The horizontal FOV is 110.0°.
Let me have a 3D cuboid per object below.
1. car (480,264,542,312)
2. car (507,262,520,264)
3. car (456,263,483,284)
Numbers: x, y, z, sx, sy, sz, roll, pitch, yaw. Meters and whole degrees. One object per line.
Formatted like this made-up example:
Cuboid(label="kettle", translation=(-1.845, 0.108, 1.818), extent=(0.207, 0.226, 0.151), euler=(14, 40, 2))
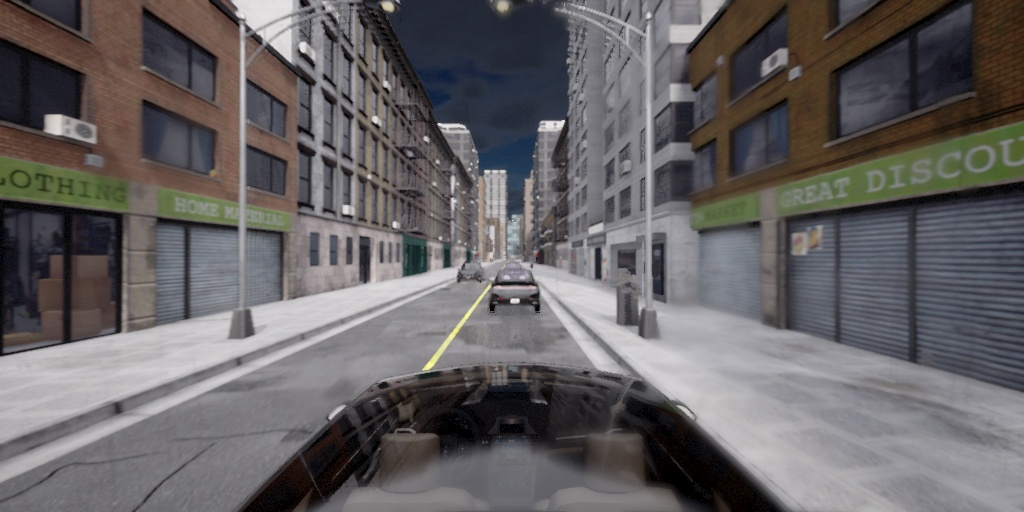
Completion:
Cuboid(label="car", translation=(0.101, 1.247, 14.085), extent=(2.128, 1.511, 4.902), euler=(0, 0, 0))
Cuboid(label="car", translation=(0.105, 1.318, 34.305), extent=(2.033, 1.411, 5.357), euler=(0, 0, 0))
Cuboid(label="car", translation=(-3.093, 1.269, 27.600), extent=(1.837, 1.490, 4.892), euler=(0, 0, 0))
